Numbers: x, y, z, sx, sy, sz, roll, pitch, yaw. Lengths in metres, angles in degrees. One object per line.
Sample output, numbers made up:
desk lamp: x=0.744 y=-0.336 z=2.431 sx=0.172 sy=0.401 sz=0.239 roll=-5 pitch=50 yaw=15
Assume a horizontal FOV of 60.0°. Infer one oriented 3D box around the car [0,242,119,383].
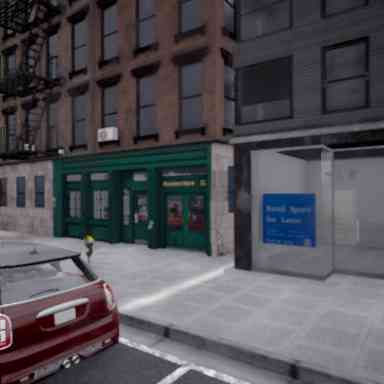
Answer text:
car: x=-3.050 y=1.480 z=4.987 sx=4.097 sy=1.590 sz=1.967 roll=-1 pitch=0 yaw=36
